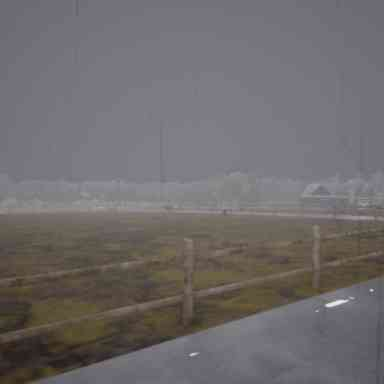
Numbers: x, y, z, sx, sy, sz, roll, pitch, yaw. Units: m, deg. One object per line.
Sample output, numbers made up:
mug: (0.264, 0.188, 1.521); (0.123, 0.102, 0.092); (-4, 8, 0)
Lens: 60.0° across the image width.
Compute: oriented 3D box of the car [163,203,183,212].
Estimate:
car: (-3.537, 2.793, 60.729); (1.837, 1.490, 4.892); (0, -2, -35)

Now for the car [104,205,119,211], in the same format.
car: (-21.497, 4.304, 90.635); (1.812, 1.442, 4.674); (0, -3, -35)
